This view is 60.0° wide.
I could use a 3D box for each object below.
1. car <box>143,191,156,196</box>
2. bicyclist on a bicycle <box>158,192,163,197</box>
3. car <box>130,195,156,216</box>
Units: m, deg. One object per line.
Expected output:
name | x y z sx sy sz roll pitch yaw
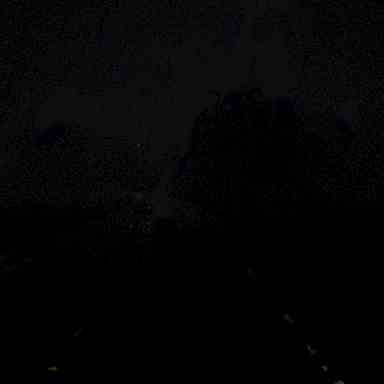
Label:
car | -8.994 0.803 71.452 2.150 2.045 5.566 0 1 -8
bicyclist on a bicycle | -8.677 0.748 95.172 0.866 1.612 1.509 0 1 -11
car | -4.750 1.405 31.700 1.882 1.535 5.008 0 0 -4
